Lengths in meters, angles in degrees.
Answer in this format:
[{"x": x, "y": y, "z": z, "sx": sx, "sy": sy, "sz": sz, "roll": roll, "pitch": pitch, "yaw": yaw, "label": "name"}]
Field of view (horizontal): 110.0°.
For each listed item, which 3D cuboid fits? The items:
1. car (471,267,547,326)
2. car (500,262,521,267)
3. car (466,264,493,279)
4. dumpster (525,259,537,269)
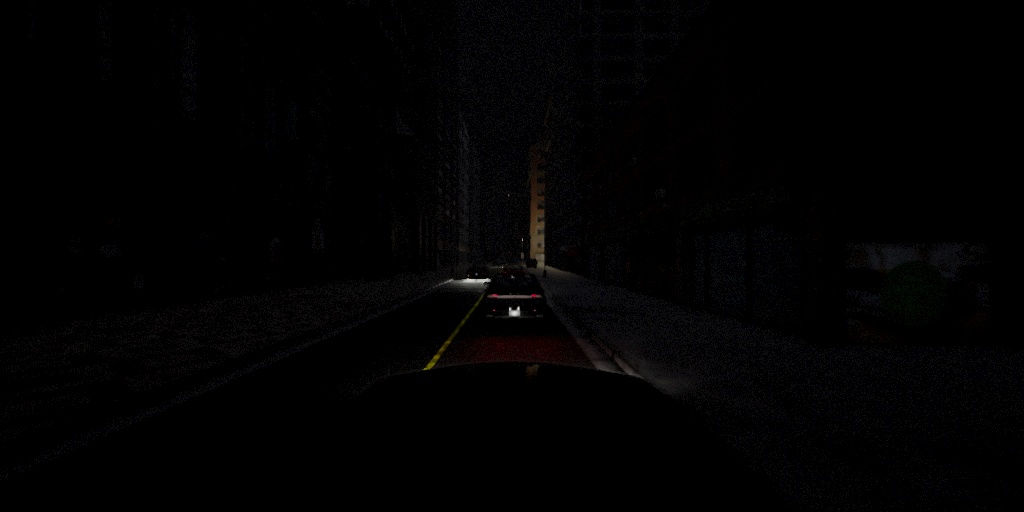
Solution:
[{"x": 0.076, "y": 1.280, "z": 11.755, "sx": 2.128, "sy": 1.511, "sz": 4.902, "roll": 0, "pitch": 0, "yaw": 0, "label": "car"}, {"x": 0.091, "y": 1.453, "z": 32.301, "sx": 1.895, "sy": 1.301, "sz": 4.718, "roll": 0, "pitch": 0, "yaw": 0, "label": "car"}, {"x": -3.103, "y": 1.420, "z": 33.445, "sx": 1.994, "sy": 1.385, "sz": 4.181, "roll": 0, "pitch": 0, "yaw": 0, "label": "car"}, {"x": 3.128, "y": 1.322, "z": 58.068, "sx": 1.020, "sy": 1.700, "sz": 1.940, "roll": 0, "pitch": 0, "yaw": 0, "label": "dumpster"}]
